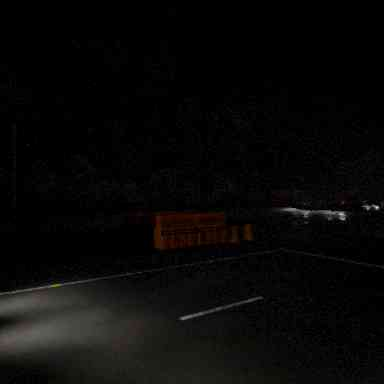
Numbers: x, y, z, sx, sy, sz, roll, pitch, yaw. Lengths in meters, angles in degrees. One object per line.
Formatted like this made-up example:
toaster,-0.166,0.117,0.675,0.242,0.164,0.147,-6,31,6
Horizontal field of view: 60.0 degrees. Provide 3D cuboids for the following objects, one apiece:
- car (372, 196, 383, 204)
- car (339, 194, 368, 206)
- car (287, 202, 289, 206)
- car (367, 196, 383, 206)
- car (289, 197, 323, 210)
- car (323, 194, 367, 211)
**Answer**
car,33.532,1.357,57.987,4.718,1.301,1.895,0,0,-35
car,25.355,1.152,52.210,4.553,1.767,2.097,0,0,-35
car,15.250,1.402,45.008,5.357,1.411,2.033,0,0,-36
car,28.365,1.342,50.066,5.357,1.411,2.033,0,0,-36
car,14.266,1.397,39.998,4.674,1.442,1.812,0,0,-36
car,17.496,1.215,38.009,4.553,1.767,2.097,-1,0,-36
